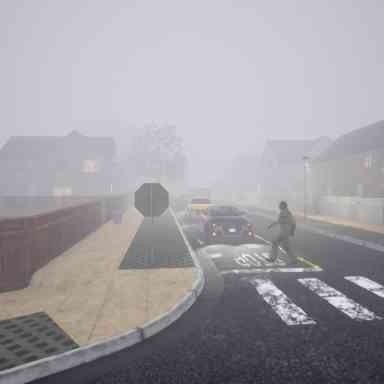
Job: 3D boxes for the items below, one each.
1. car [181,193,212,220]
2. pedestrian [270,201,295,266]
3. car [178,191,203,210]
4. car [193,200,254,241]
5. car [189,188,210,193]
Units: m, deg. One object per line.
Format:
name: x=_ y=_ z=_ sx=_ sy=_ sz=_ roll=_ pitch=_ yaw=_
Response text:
car: x=0.542 y=1.077 z=23.832 sx=1.882 sy=1.535 sz=5.008 roll=0 pitch=1 yaw=-6
pedestrian: x=2.537 y=1.125 z=9.326 sx=0.375 sy=1.860 sz=0.375 roll=2 pitch=-2 yaw=-5
car: x=-0.443 y=0.934 z=34.080 sx=2.128 sy=1.511 sz=4.902 roll=0 pitch=1 yaw=-5
car: x=1.397 y=1.301 z=15.070 sx=1.994 sy=1.385 sz=4.181 roll=0 pitch=1 yaw=-6
car: x=1.334 y=0.483 z=46.148 sx=2.150 sy=2.045 sz=5.566 roll=0 pitch=1 yaw=-6
